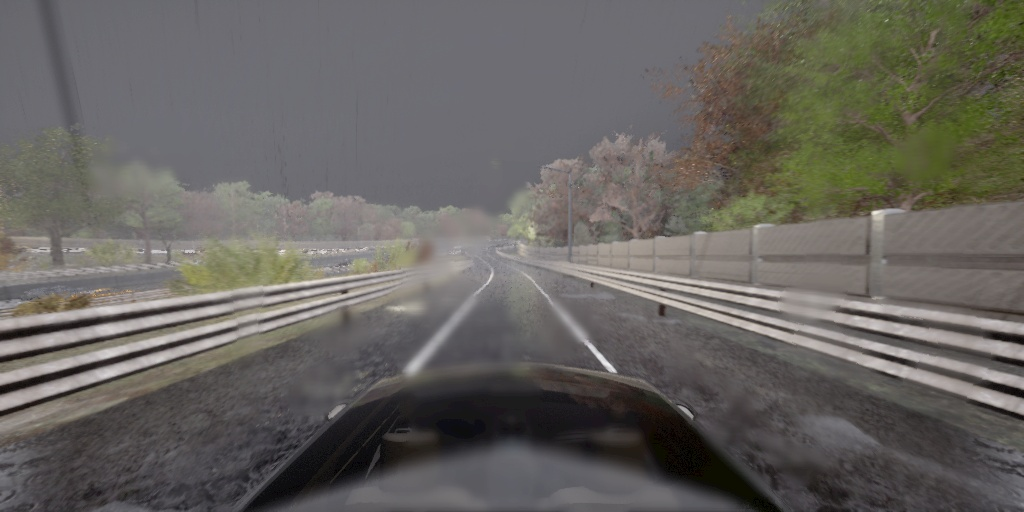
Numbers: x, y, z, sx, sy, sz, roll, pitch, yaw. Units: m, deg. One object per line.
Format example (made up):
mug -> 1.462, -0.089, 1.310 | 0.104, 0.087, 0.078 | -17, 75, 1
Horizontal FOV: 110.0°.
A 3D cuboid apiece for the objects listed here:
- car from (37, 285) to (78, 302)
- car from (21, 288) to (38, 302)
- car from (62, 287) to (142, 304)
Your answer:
car -> -43.531, 3.871, 36.428 | 2.128, 1.511, 4.902 | 1, 4, 14
car -> -46.939, 3.806, 37.224 | 2.128, 1.511, 4.902 | 1, 4, 14
car -> -40.131, 3.926, 35.592 | 1.882, 1.535, 5.008 | 1, 4, 14
